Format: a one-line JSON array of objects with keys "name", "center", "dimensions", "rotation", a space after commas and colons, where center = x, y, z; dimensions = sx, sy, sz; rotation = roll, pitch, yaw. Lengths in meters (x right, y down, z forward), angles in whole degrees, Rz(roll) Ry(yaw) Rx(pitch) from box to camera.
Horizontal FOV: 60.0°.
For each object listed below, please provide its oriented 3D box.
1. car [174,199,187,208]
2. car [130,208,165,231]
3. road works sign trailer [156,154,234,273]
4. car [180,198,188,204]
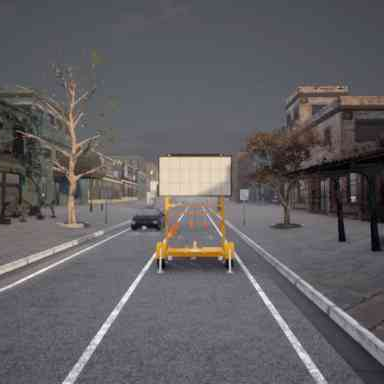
[{"name": "car", "center": [-2.420, 2.329, 63.972], "dimensions": [2.128, 1.511, 4.902], "rotation": [0, -1, 1]}, {"name": "car", "center": [-2.881, 1.814, 22.833], "dimensions": [2.033, 1.411, 5.357], "rotation": [0, -1, 1]}, {"name": "road works sign trailer", "center": [0.105, 0.552, 10.933], "dimensions": [2.380, 3.560, 2.880], "rotation": [0, -1, 1]}, {"name": "car", "center": [-2.108, 2.331, 90.939], "dimensions": [2.128, 1.511, 4.902], "rotation": [0, 0, 1]}]
